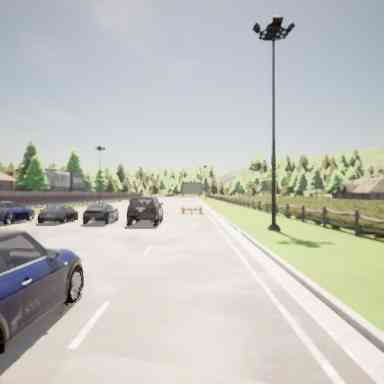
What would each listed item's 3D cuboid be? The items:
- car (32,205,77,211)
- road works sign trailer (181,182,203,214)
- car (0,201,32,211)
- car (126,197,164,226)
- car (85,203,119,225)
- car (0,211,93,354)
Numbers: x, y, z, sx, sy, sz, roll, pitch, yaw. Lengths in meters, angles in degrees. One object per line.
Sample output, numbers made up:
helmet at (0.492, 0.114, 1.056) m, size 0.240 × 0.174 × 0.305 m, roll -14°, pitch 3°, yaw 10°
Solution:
car at (-10.396, 1.696, 26.137) m, size 1.994 × 1.385 × 4.181 m, roll 0°, pitch 0°, yaw 0°
road works sign trailer at (0.006, 0.654, 37.965) m, size 2.380 × 3.560 × 2.880 m, roll 0°, pitch 0°, yaw 0°
car at (-13.896, 1.479, 25.189) m, size 2.097 × 1.767 × 4.553 m, roll 0°, pitch 0°, yaw 0°
car at (-3.396, 1.345, 24.663) m, size 2.150 × 2.045 × 5.566 m, roll 0°, pitch 0°, yaw 0°
car at (-6.896, 1.633, 25.517) m, size 1.837 × 1.490 × 4.892 m, roll 0°, pitch 0°, yaw 0°
car at (-3.399, 1.380, 5.396) m, size 2.097 × 1.767 × 4.553 m, roll 0°, pitch 0°, yaw 0°
